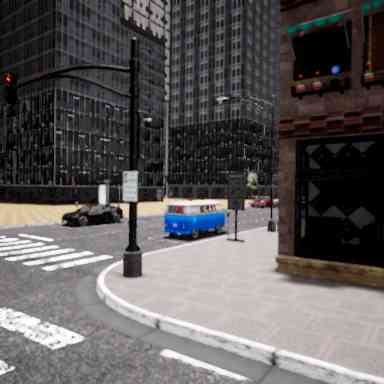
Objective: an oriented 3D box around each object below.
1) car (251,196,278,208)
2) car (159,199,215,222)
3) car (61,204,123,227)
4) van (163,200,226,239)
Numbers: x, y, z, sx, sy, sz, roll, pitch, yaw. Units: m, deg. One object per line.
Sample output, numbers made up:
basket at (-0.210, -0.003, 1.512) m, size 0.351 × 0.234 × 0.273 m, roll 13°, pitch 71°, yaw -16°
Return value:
car at (9.486, 1.292, 44.832) m, size 1.967 × 1.590 × 4.097 m, roll 1°, pitch 1°, yaw 35°
car at (-0.276, 1.402, 26.670) m, size 1.882 × 1.535 × 5.008 m, roll 1°, pitch 1°, yaw 35°
car at (-6.568, 1.465, 22.306) m, size 1.947 × 1.339 × 4.313 m, roll 1°, pitch 1°, yaw 35°
van at (0.259, 1.367, 17.440) m, size 1.690 × 1.788 × 3.998 m, roll 1°, pitch 1°, yaw 35°
